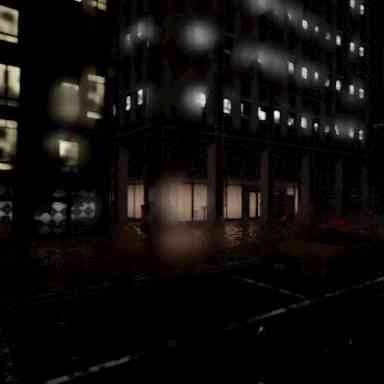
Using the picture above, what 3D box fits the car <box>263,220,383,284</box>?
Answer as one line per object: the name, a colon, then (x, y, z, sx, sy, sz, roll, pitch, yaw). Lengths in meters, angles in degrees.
car: (4.106, 1.519, 9.553, 4.829, 1.417, 1.752, 0, 1, -35)
